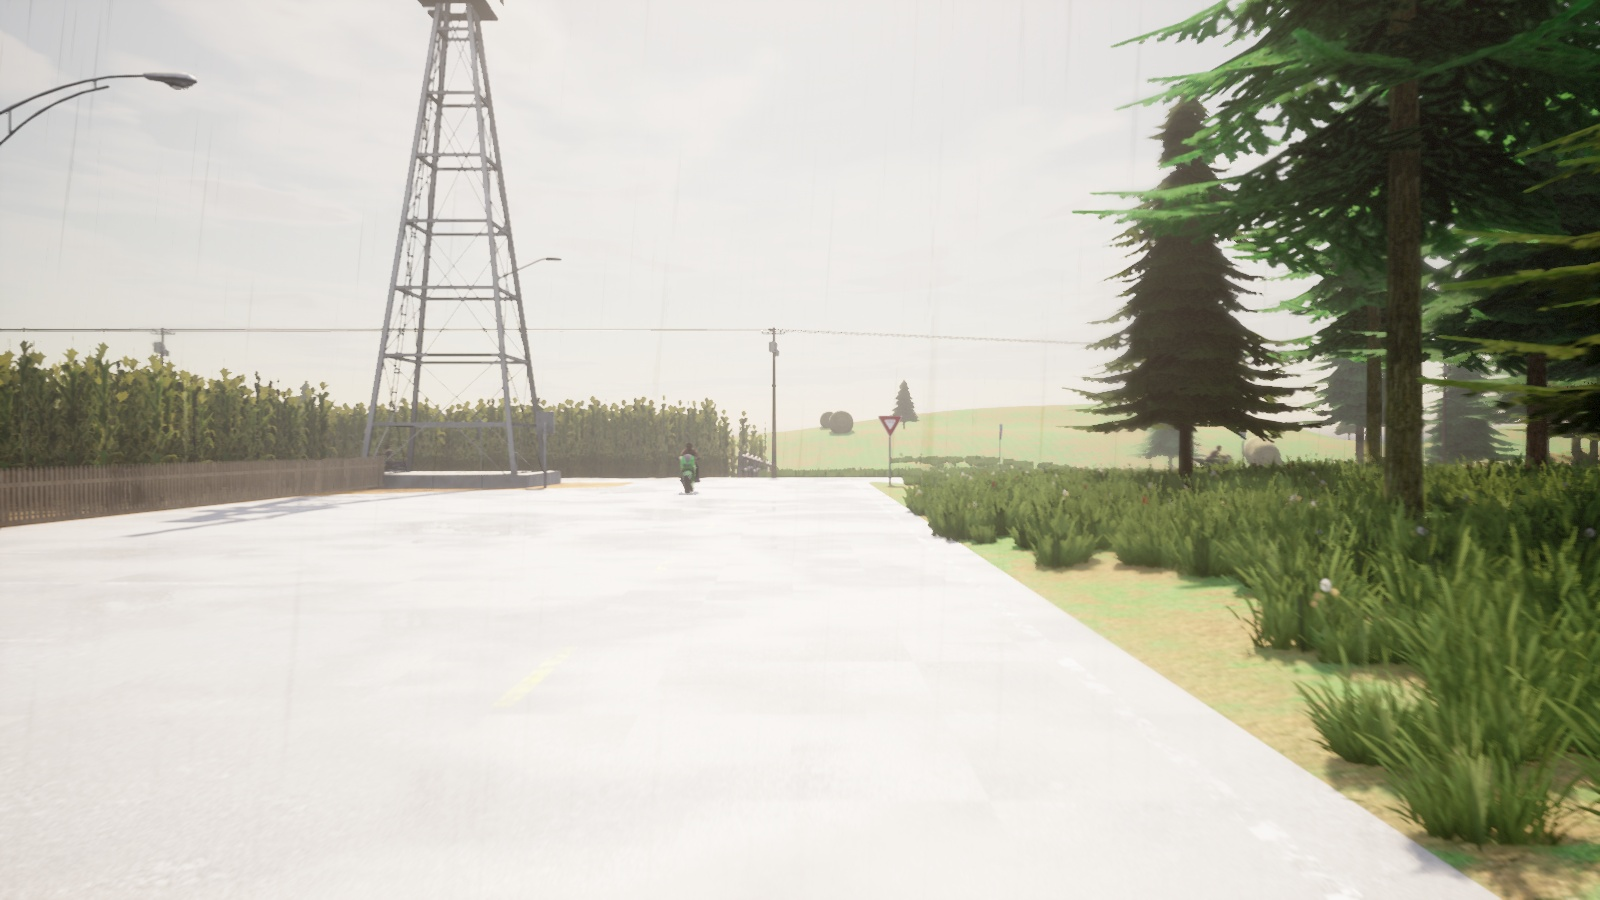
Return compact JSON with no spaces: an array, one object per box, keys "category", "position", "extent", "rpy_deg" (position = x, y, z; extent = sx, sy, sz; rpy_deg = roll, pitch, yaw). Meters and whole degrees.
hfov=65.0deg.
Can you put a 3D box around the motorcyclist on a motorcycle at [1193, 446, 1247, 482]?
[{"category":"motorcyclist on a motorcycle","position":[17.890,0.583,53.553],"extent":[2.044,1.523,0.797],"rpy_deg":[0,0,0]}]

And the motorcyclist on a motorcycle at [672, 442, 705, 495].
[{"category":"motorcyclist on a motorcycle","position":[-3.274,0.519,37.018],"extent":[0.797,1.523,2.044],"rpy_deg":[0,0,0]}]

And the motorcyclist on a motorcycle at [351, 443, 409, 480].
[{"category":"motorcyclist on a motorcycle","position":[-18.929,0.505,56.613],"extent":[2.350,1.649,0.766],"rpy_deg":[0,0,0]}]
